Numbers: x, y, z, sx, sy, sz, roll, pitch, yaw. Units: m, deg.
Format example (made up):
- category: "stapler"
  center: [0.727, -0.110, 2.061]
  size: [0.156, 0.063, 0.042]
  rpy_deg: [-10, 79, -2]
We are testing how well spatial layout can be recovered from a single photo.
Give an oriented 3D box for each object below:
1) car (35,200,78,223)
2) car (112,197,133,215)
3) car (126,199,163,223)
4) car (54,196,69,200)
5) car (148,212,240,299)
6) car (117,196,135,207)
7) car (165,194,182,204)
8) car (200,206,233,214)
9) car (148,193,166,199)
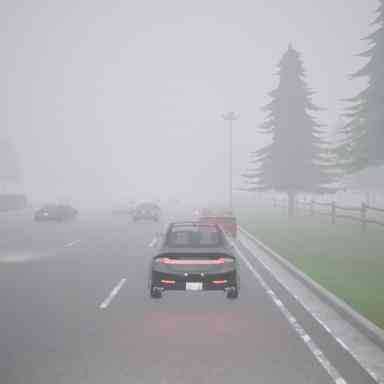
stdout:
- category: "car"
  center: [-10.377, 1.564, 25.697]
  size: [1.994, 1.385, 4.181]
  rpy_deg: [0, 0, 0]
- category: "car"
  center: [-6.884, 1.525, 34.089]
  size: [1.812, 1.442, 4.674]
  rpy_deg: [0, 0, 0]
- category: "car"
  center: [-3.378, 1.547, 25.794]
  size: [2.033, 1.411, 5.357]
  rpy_deg: [0, 0, 0]
- category: "car"
  center: [-25.971, 1.477, 66.155]
  size: [1.882, 1.535, 5.008]
  rpy_deg: [0, 0, -35]
- category: "car"
  center: [0.059, 1.491, 8.439]
  size: [2.128, 1.511, 4.902]
  rpy_deg: [0, 0, 0]
- category: "car"
  center: [-10.356, 1.477, 52.286]
  size: [1.882, 1.535, 5.008]
  rpy_deg: [0, 0, 0]
- category: "car"
  center: [-3.348, 1.564, 61.098]
  size: [1.994, 1.385, 4.181]
  rpy_deg: [0, 0, 0]
- category: "car"
  center: [1.240, 1.478, 17.780]
  size: [1.882, 1.535, 5.008]
  rpy_deg: [0, 0, 0]
- category: "car"
  center: [-6.845, 1.492, 64.578]
  size: [2.128, 1.511, 4.902]
  rpy_deg: [0, 0, 0]
